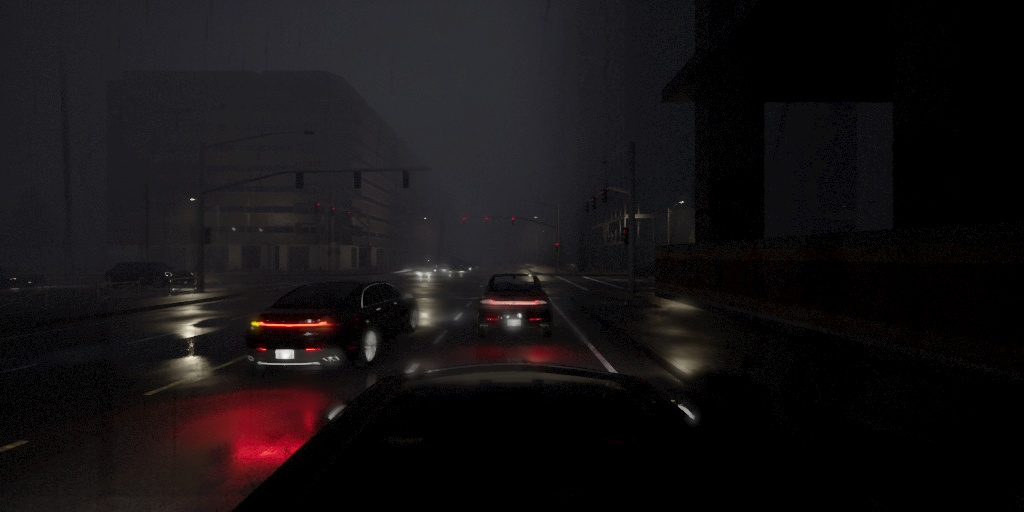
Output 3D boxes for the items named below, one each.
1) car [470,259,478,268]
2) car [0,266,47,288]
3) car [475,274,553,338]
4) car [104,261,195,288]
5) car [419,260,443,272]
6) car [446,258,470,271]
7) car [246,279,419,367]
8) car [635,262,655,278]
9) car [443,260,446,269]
[{"bbox_3d":[-7.411,1.314,60.285,1.994,1.385,4.181,0,0,1],"label":"car"},{"bbox_3d":[-34.321,1.353,23.601,5.357,1.411,2.033,0,0,0],"label":"car"},{"bbox_3d":[0.059,1.242,10.229,2.128,1.511,4.902,0,0,0],"label":"car"},{"bbox_3d":[-23.706,1.157,23.584,4.553,1.767,2.097,0,0,0],"label":"car"},{"bbox_3d":[-10.984,1.241,47.497,2.128,1.511,4.902,0,0,0],"label":"car"},{"bbox_3d":[-7.491,1.228,50.268,1.882,1.535,5.008,0,0,0],"label":"car"},{"bbox_3d":[-3.451,1.255,7.909,1.837,1.490,4.892,0,0,0],"label":"car"},{"bbox_3d":[13.946,1.297,34.220,4.902,1.511,2.128,0,0,0],"label":"car"},{"bbox_3d":[-10.954,1.351,56.841,1.895,1.301,4.718,0,0,1],"label":"car"}]
